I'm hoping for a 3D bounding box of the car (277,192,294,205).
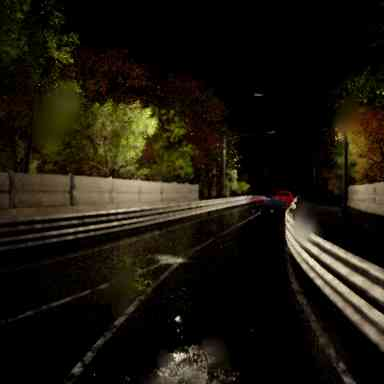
[{"bbox_3d":[12.304,0.961,44.229,2.150,2.045,5.566,0,1,18],"label":"car"}]

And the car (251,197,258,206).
[{"bbox_3d":[9.474,1.310,46.630,1.895,1.301,4.718,0,0,18],"label":"car"}]

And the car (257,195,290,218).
[{"bbox_3d":[6.904,1.301,27.785,1.882,1.535,5.008,0,0,18],"label":"car"}]
